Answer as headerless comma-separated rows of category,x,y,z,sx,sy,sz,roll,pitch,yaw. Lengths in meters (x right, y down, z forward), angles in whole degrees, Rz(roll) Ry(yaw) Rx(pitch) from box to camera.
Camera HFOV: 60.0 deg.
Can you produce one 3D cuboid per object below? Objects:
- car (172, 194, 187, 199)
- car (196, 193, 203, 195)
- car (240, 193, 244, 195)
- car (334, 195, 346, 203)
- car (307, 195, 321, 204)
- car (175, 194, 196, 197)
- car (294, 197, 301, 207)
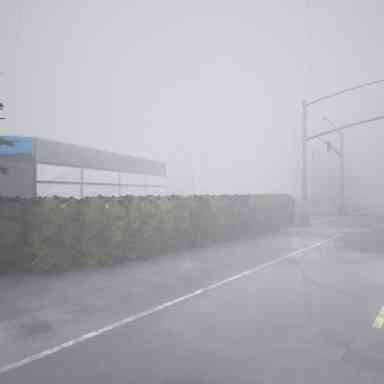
car,-3.277,1.232,89.803,1.970,1.475,3.806,0,0,38
car,1.971,1.154,86.094,2.152,1.636,5.027,0,0,38
car,12.034,1.077,78.193,1.905,1.878,3.866,0,0,38
car,29.106,1.374,65.139,1.845,1.501,3.633,0,0,38
car,22.179,1.384,61.143,1.970,1.475,3.806,0,0,38
car,-1.875,1.298,66.108,2.007,1.523,4.514,0,0,38
car,13.036,1.340,44.656,2.007,1.523,4.514,0,0,38
